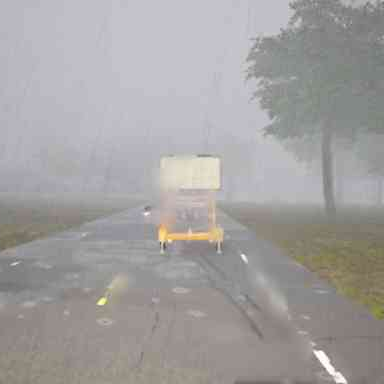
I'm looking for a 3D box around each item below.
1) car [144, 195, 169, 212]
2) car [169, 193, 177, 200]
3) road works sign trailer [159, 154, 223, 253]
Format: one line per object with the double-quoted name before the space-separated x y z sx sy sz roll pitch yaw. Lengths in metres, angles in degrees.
"car" -3.858 1.282 34.922 2.033 1.411 5.357 0 0 -1
"car" -4.442 0.981 75.525 1.882 1.535 5.008 0 0 -1
"road works sign trailer" -0.057 0.336 13.024 2.380 3.560 2.880 0 1 0
